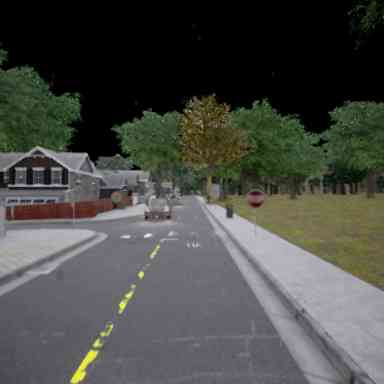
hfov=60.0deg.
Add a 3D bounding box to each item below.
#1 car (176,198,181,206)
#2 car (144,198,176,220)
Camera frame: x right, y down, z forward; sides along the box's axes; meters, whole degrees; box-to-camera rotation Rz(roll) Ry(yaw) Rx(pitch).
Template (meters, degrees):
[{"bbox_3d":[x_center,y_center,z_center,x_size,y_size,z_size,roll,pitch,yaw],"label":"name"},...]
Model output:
[{"bbox_3d":[-2.761,1.580,55.714,1.895,1.301,4.718,0,0,0],"label":"car"},{"bbox_3d":[-2.759,1.321,28.124,2.097,1.767,4.553,0,0,0],"label":"car"}]
